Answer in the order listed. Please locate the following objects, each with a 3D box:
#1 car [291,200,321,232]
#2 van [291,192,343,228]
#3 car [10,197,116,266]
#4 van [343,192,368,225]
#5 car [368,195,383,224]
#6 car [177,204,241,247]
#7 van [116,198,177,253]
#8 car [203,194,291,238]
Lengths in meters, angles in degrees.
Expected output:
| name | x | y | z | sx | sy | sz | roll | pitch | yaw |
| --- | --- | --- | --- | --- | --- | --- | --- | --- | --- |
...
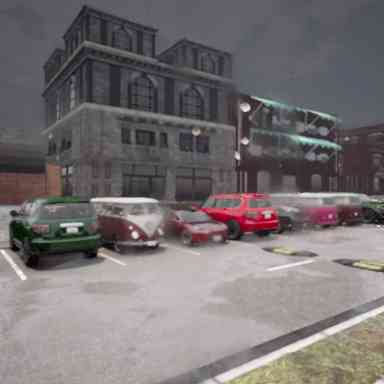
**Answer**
| name | x | y | z | sx | sy | sz | roll | pitch | yaw |
| --- | --- | --- | --- | --- | --- | --- | --- | --- | --- |
| car | 4.166 | 1.363 | 18.365 | 2.231 | 1.521 | 4.892 | -1 | 1 | -35 |
| van | 6.362 | 1.107 | 20.073 | 1.878 | 1.987 | 4.442 | -1 | 0 | -35 |
| car | -5.034 | 1.210 | 11.909 | 2.435 | 2.045 | 5.566 | -1 | 0 | -35 |
| van | 8.528 | 1.076 | 21.606 | 1.878 | 1.987 | 4.442 | -1 | 0 | -35 |
| car | 10.977 | 1.016 | 23.164 | 2.435 | 2.045 | 5.566 | -1 | 0 | -35 |
| car | -0.357 | 1.445 | 15.142 | 2.163 | 1.488 | 4.792 | -1 | 0 | -35 |
| van | -2.681 | 1.214 | 13.391 | 1.878 | 1.987 | 4.442 | -1 | 0 | -35 |
| car | 1.775 | 1.139 | 16.717 | 2.435 | 2.045 | 5.566 | -1 | 0 | -35 |
